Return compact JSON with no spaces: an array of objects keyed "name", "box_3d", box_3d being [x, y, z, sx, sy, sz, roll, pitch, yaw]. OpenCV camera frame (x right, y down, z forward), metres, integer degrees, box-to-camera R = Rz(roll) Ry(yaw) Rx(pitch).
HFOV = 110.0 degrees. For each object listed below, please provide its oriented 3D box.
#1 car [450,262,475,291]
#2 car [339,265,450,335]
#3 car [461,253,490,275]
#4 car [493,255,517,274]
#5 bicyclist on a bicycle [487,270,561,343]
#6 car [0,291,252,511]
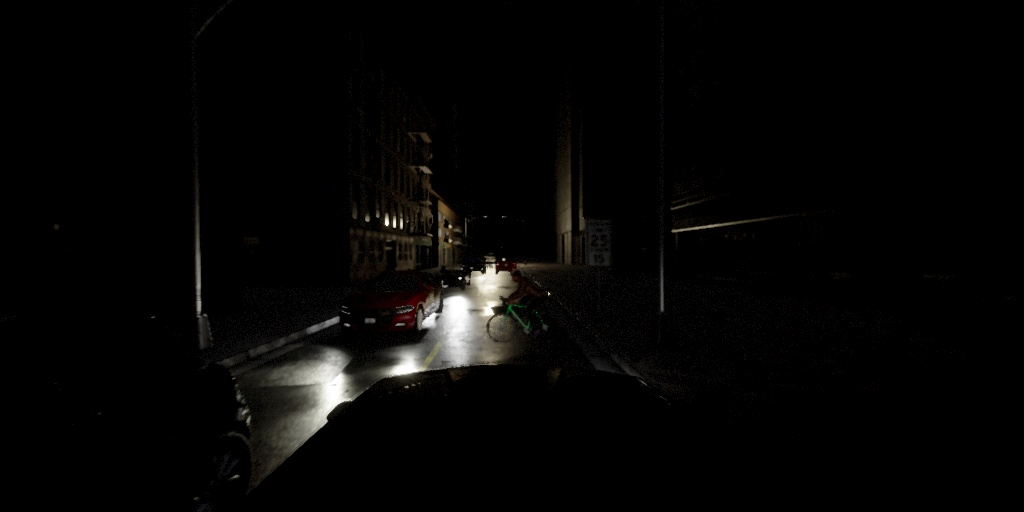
[{"name":"car","box_3d":[-3.438,1.216,20.673,1.895,1.301,4.718,0,0,-1]},{"name":"car","box_3d":[-3.245,1.169,10.577,1.882,1.535,5.008,0,0,-1]},{"name":"car","box_3d":[-3.643,0.740,34.766,2.150,2.045,5.566,0,0,-1]},{"name":"car","box_3d":[-0.581,0.845,36.238,2.097,1.767,4.553,0,0,-1]},{"name":"bicyclist on a bicycle","box_3d":[0.257,1.129,7.953,1.656,1.620,0.582,0,0,-1]},{"name":"car","box_3d":[-3.005,1.119,0.838,2.097,1.767,4.553,0,1,-2]}]
